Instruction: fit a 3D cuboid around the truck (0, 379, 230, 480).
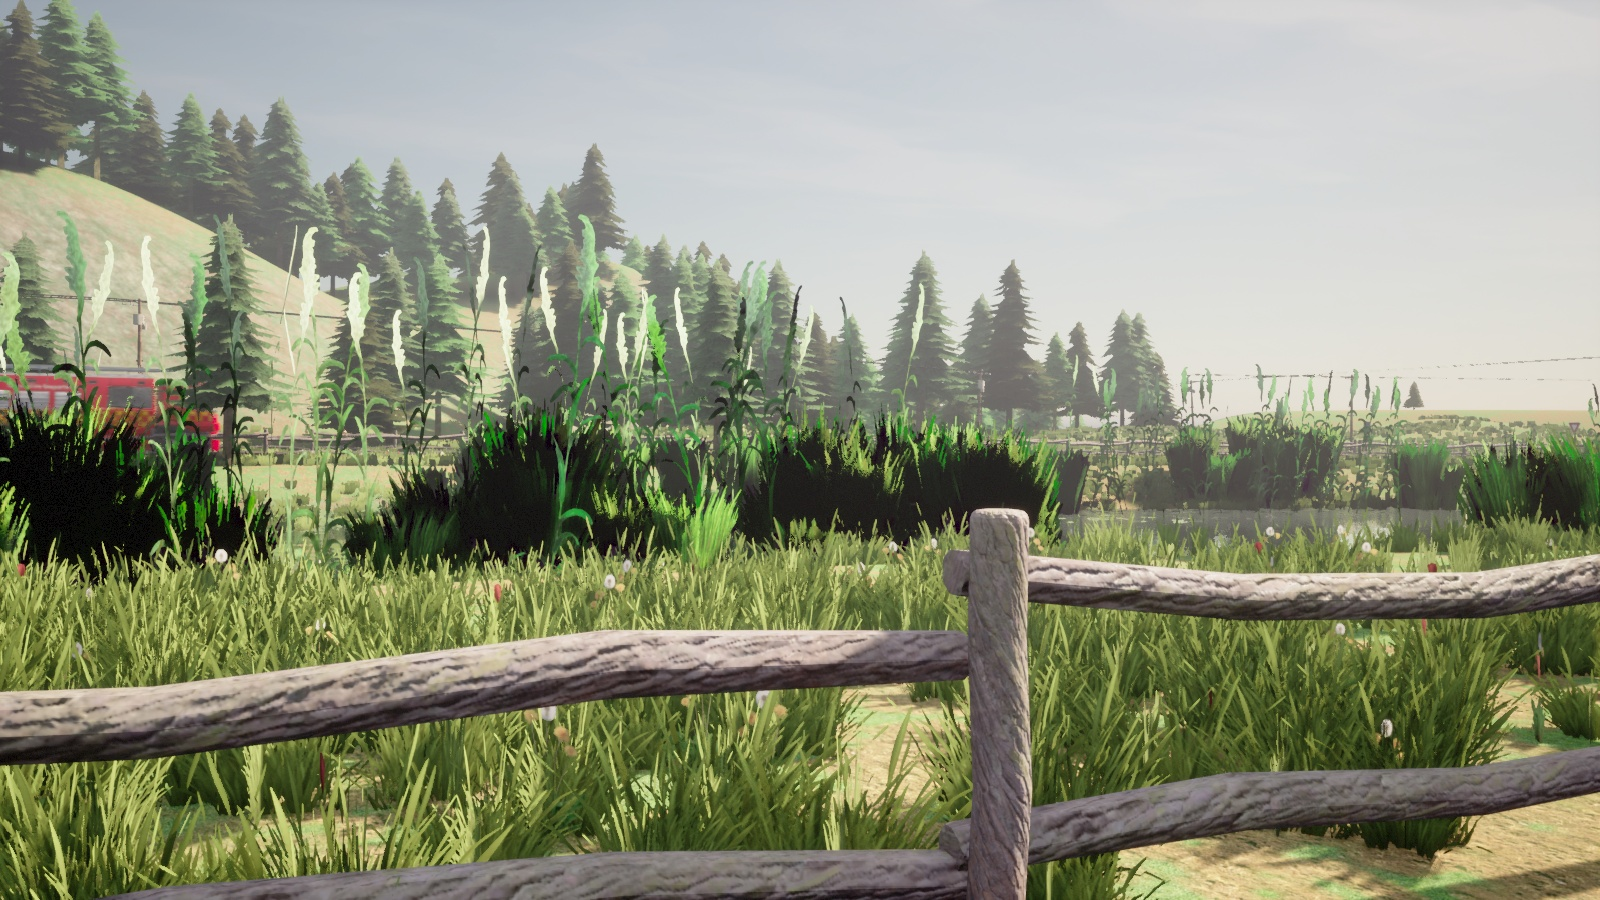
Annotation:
[{"bbox_3d":[-27.997,-0.860,51.076,8.468,3.827,2.891,-1,1,-30],"label":"truck"}]
